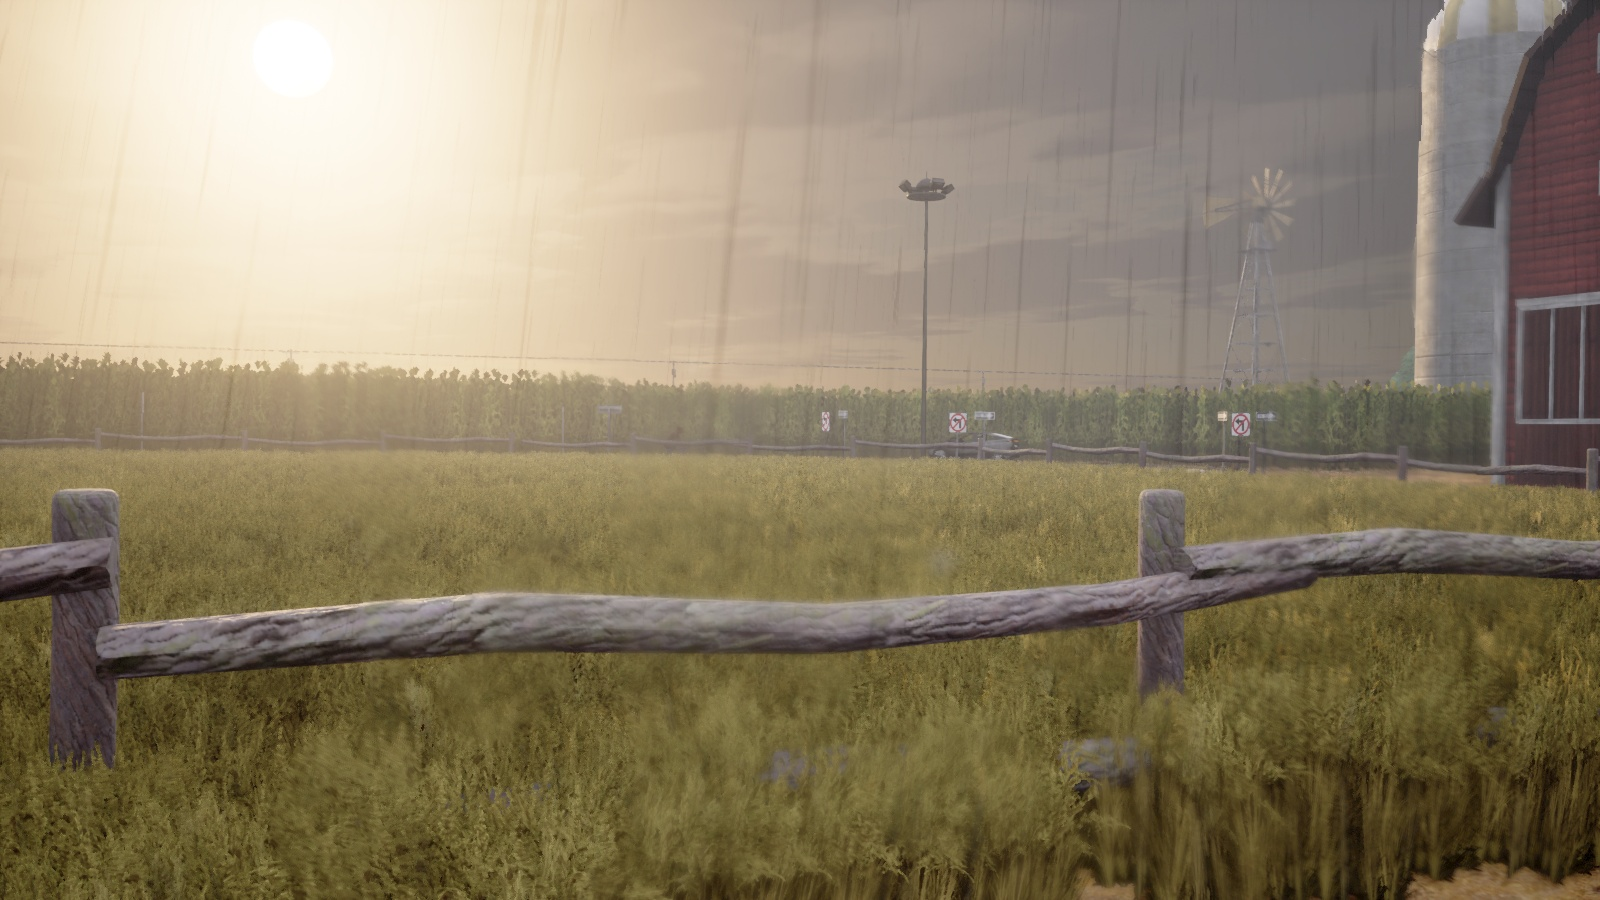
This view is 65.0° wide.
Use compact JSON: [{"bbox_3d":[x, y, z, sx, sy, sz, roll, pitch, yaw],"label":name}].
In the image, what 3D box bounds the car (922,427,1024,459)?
[{"bbox_3d":[8.489,-0.351,61.693,4.514,1.525,2.007,0,1,26],"label":"car"}]
